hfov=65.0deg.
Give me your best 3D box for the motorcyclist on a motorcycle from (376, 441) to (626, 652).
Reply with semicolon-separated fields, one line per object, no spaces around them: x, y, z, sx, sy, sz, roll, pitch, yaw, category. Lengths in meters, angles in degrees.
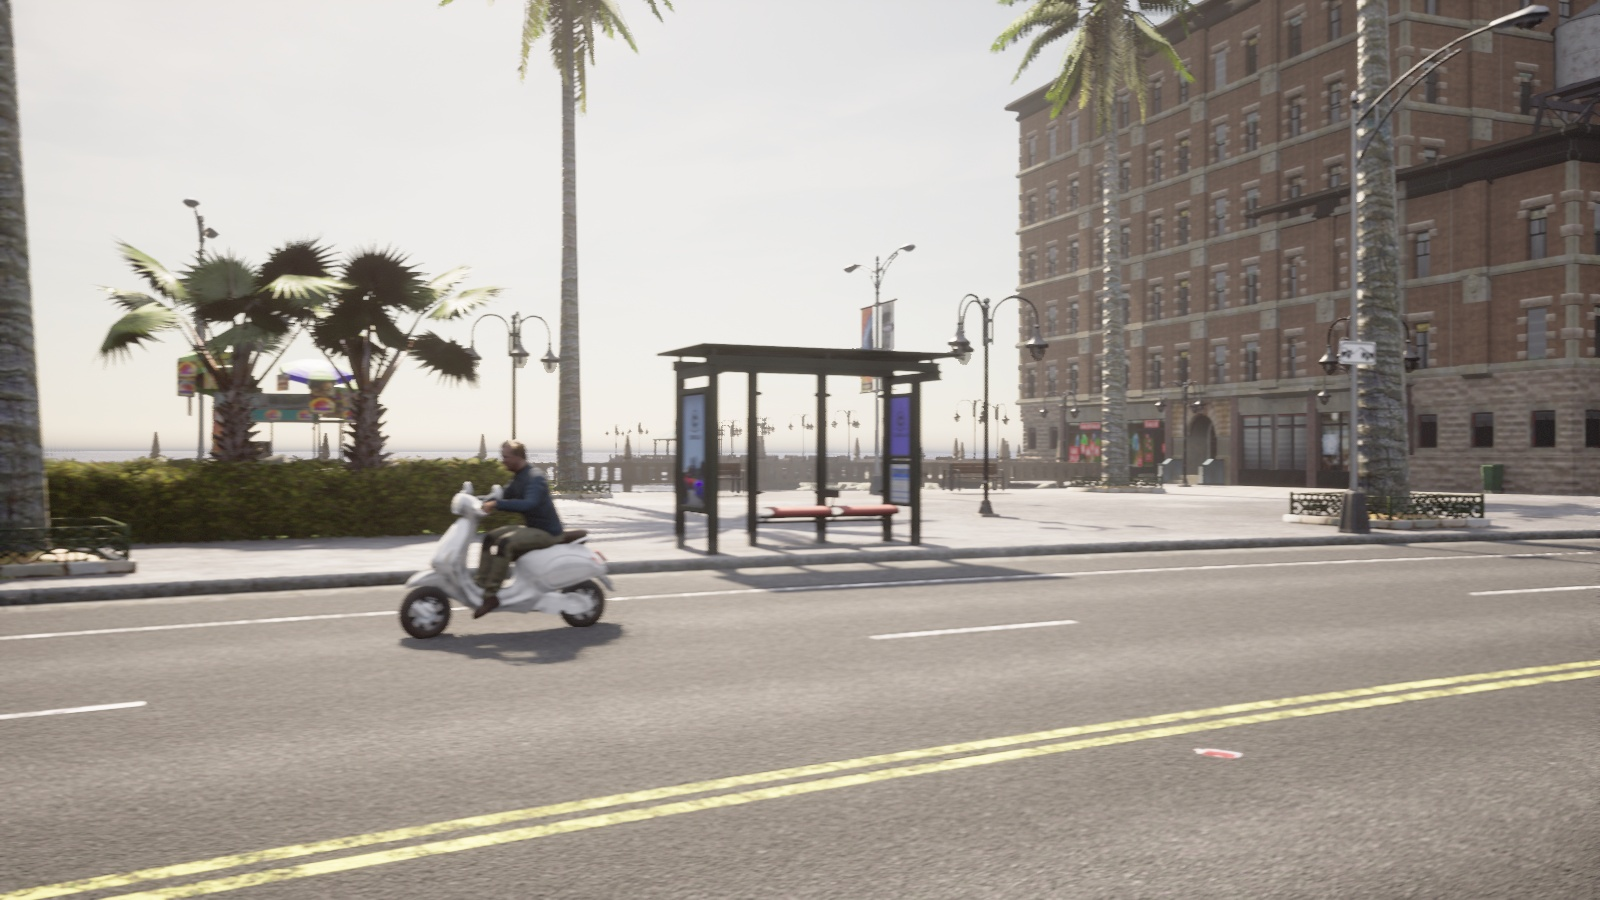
-2.440;0.724;10.288;1.817;1.590;0.866;0;0;-31;motorcyclist on a motorcycle
